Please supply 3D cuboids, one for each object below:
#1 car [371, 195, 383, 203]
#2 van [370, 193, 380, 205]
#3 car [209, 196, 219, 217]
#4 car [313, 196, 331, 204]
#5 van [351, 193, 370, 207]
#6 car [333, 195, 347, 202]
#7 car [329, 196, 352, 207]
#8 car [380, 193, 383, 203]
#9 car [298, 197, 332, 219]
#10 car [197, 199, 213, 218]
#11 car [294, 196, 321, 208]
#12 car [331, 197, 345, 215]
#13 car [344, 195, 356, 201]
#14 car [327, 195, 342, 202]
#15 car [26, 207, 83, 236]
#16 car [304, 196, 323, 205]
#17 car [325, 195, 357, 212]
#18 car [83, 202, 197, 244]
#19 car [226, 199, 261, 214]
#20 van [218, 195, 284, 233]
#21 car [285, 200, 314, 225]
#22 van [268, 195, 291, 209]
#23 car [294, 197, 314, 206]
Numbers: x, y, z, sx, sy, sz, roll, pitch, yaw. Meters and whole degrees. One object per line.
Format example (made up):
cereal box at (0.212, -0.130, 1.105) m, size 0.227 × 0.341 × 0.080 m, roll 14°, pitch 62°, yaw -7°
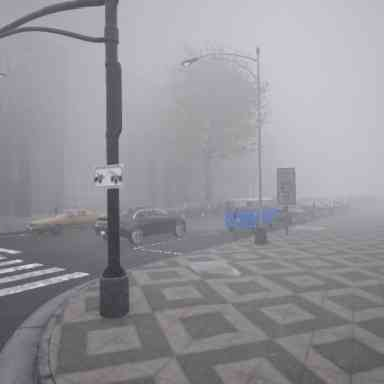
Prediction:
car at (34.996, 1.304, 62.334) m, size 1.947 × 1.339 × 4.313 m, roll -1°, pitch -1°, yaw 36°
van at (28.668, 1.103, 53.549) m, size 1.690 × 1.788 × 3.998 m, roll -1°, pitch -1°, yaw 36°
car at (2.569, 1.307, 31.878) m, size 2.192 × 1.841 × 5.009 m, roll -1°, pitch 0°, yaw 36°
car at (24.200, 1.454, 61.926) m, size 2.008 × 1.369 × 4.403 m, roll -1°, pitch -1°, yaw 36°
van at (22.344, 1.128, 44.761) m, size 1.690 × 1.788 × 3.998 m, roll -1°, pitch 0°, yaw 36°
car at (33.147, 1.416, 74.357) m, size 1.887 × 1.381 × 4.507 m, roll -1°, pitch -1°, yaw 36°
car at (21.784, 1.376, 48.710) m, size 2.033 × 1.411 × 5.357 m, roll -1°, pitch -1°, yaw 36°
car at (31.932, 1.275, 58.079) m, size 1.752 × 1.417 × 4.829 m, roll -1°, pitch -1°, yaw 36°
car at (9.698, 1.386, 27.185) m, size 1.887 × 1.381 × 4.507 m, roll -1°, pitch 0°, yaw 36°
car at (-0.517, 1.552, 27.584) m, size 1.887 × 1.381 × 4.507 m, roll -1°, pitch 0°, yaw 36°
car at (15.942, 1.387, 45.730) m, size 2.128 × 1.511 × 4.902 m, roll -1°, pitch -1°, yaw 36°
car at (12.861, 1.409, 31.579) m, size 1.802 × 1.307 × 4.206 m, roll -1°, pitch 0°, yaw 36°
car at (39.508, 1.402, 83.195) m, size 2.008 × 1.369 × 4.403 m, roll -1°, pitch -1°, yaw 36°
car at (29.967, 1.433, 69.939) m, size 2.008 × 1.369 × 4.403 m, roll -1°, pitch -1°, yaw 36°
car at (-6.802, 1.564, 18.862) m, size 1.752 × 1.417 × 4.829 m, roll -1°, pitch 0°, yaw 36°
car at (21.011, 1.440, 57.495) m, size 1.752 × 1.417 × 4.829 m, roll -1°, pitch -1°, yaw 36°
car at (16.022, 1.364, 35.973) m, size 2.008 × 1.369 × 4.403 m, roll -1°, pitch 0°, yaw 36°
car at (-2.186, 1.429, 15.408) m, size 2.128 × 1.511 × 4.902 m, roll -1°, pitch -1°, yaw 36°
car at (5.662, 1.529, 36.170) m, size 2.008 × 1.369 × 4.403 m, roll -1°, pitch 0°, yaw 36°
van at (3.371, 1.213, 18.400) m, size 1.690 × 1.788 × 3.998 m, roll -1°, pitch 0°, yaw 36°
car at (6.536, 1.422, 22.792) m, size 1.947 × 1.339 × 4.313 m, roll -1°, pitch 0°, yaw 36°
van at (11.838, 1.293, 44.756) m, size 1.690 × 1.788 × 3.998 m, roll -1°, pitch 0°, yaw 36°
car at (18.020, 1.492, 53.340) m, size 1.947 × 1.339 × 4.313 m, roll -1°, pitch 0°, yaw 36°
